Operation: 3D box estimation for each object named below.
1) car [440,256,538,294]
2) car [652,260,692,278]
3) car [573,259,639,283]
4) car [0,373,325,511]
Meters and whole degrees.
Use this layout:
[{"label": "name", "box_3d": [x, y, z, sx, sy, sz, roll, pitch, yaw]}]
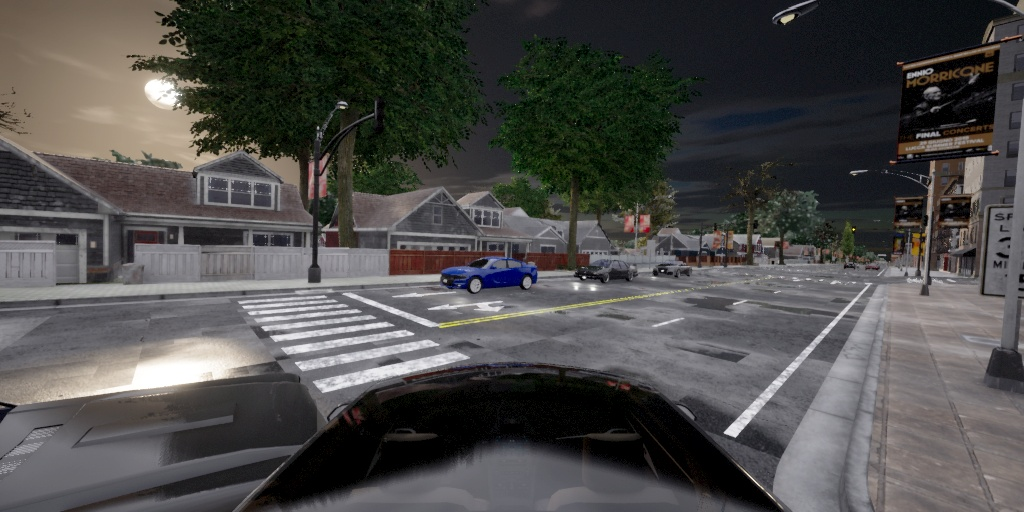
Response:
[{"label": "car", "box_3d": [-0.943, 0.778, 16.588, 5.008, 1.535, 1.882, 1, 2, -43]}, {"label": "car", "box_3d": [13.580, 1.029, 30.262, 4.181, 1.385, 1.994, 1, 2, -44]}, {"label": "car", "box_3d": [6.302, 0.928, 23.424, 5.357, 1.411, 2.033, 1, 2, -43]}, {"label": "car", "box_3d": [-3.318, 1.273, 1.430, 4.718, 1.301, 1.895, 1, 2, -33]}]
